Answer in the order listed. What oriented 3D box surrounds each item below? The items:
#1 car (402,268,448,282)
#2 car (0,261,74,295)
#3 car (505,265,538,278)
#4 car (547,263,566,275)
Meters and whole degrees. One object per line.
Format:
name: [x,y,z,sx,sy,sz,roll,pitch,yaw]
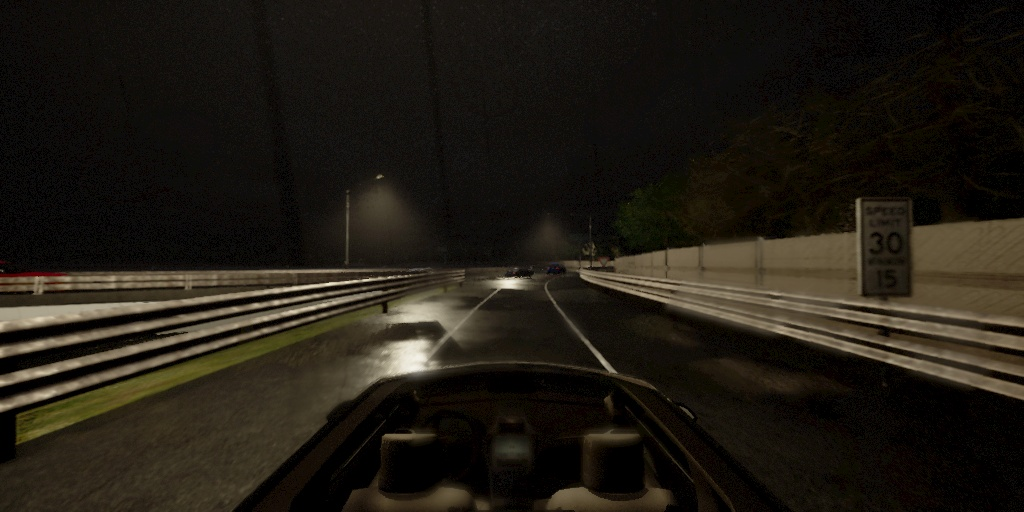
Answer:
car: [-8.455,1.914,35.271,2.128,1.511,4.902,-1,-2,39]
car: [-26.361,1.210,17.982,5.566,2.045,2.150,1,-1,-38]
car: [1.014,2.294,48.753,2.033,1.411,5.357,-1,-1,31]
car: [7.773,2.286,62.114,2.150,2.045,5.566,0,-1,23]
